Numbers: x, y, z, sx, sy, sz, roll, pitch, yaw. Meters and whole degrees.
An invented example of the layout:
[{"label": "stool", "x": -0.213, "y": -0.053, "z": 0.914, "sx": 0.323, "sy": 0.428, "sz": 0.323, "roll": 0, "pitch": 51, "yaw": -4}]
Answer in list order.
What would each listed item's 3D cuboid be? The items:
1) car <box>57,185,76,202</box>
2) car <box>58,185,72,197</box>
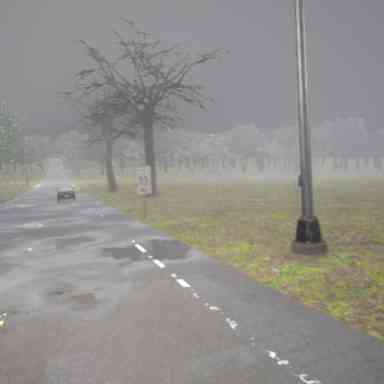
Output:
[{"label": "car", "x": -14.781, "y": 0.199, "z": 39.131, "sx": 1.882, "sy": 1.535, "sz": 5.008, "roll": -4, "pitch": 4, "yaw": -21}, {"label": "car", "x": -18.457, "y": -0.188, "z": 48.277, "sx": 1.837, "sy": 1.490, "sz": 4.892, "roll": -4, "pitch": 5, "yaw": -21}]
